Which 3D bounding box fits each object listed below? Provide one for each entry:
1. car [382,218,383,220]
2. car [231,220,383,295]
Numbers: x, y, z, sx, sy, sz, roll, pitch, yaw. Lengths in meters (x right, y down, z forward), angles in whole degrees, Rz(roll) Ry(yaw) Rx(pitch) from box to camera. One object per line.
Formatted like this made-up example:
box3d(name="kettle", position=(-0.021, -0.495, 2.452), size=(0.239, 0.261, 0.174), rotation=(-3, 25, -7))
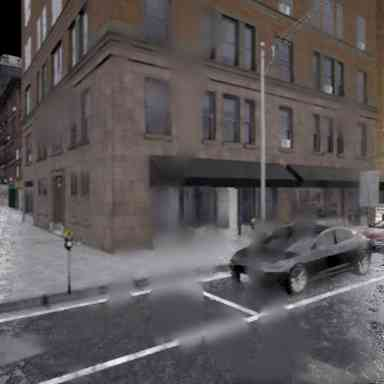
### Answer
box3d(name="car", position=(7.451, 1.537, 11.851), size=(4.206, 1.307, 1.802), rotation=(0, 0, -36))
box3d(name="car", position=(2.973, 1.540, 8.656), size=(4.313, 1.339, 1.947), rotation=(0, 0, -36))
